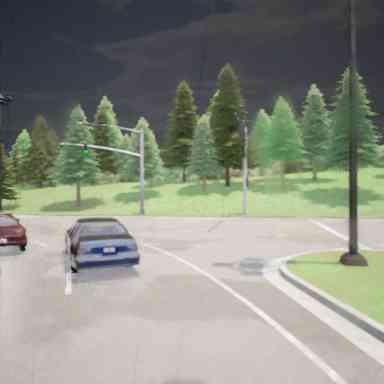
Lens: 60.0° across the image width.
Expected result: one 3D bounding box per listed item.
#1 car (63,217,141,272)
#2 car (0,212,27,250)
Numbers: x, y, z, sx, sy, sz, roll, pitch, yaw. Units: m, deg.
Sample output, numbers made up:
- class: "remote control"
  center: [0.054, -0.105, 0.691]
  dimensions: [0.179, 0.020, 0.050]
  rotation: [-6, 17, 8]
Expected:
- class: "car"
  center: [-3.110, 1.549, 10.923]
  dimensions: [2.033, 1.411, 5.357]
  rotation: [0, 0, -23]
- class: "car"
  center: [-8.035, 1.550, 13.494]
  dimensions: [1.812, 1.442, 4.674]
  rotation: [0, 0, -37]
